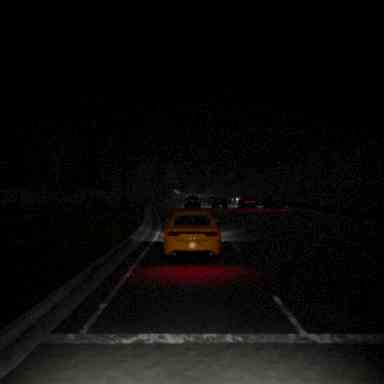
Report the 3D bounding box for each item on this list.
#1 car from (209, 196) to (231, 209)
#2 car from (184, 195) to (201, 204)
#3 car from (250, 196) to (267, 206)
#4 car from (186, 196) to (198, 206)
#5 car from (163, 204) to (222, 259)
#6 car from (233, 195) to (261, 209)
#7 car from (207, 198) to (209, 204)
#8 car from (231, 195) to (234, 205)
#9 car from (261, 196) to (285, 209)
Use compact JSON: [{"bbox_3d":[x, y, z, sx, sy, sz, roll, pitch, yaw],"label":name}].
[{"bbox_3d":[3.558,1.391,43.090,1.837,1.490,4.892,0,0,0],"label":"car"},{"bbox_3d":[0.059,1.237,43.481,2.097,1.767,4.553,0,0,0],"label":"car"},{"bbox_3d":[10.572,1.386,53.500,1.812,1.442,4.674,0,0,0],"label":"car"},{"bbox_3d":[0.072,1.363,53.514,1.837,1.490,4.892,0,0,0],"label":"car"},{"bbox_3d":[0.017,1.444,12.486,1.882,1.535,5.008,0,0,0],"label":"car"},{"bbox_3d":[7.058,1.378,43.085,2.128,1.511,4.902,0,0,0],"label":"car"},{"bbox_3d":[3.572,1.363,53.510,1.837,1.490,4.892,0,0,0],"label":"car"},{"bbox_3d":[7.072,1.211,53.475,2.097,1.767,4.553,0,0,0],"label":"car"},{"bbox_3d":[10.558,1.365,43.081,1.882,1.535,5.008,0,0,0],"label":"car"}]
